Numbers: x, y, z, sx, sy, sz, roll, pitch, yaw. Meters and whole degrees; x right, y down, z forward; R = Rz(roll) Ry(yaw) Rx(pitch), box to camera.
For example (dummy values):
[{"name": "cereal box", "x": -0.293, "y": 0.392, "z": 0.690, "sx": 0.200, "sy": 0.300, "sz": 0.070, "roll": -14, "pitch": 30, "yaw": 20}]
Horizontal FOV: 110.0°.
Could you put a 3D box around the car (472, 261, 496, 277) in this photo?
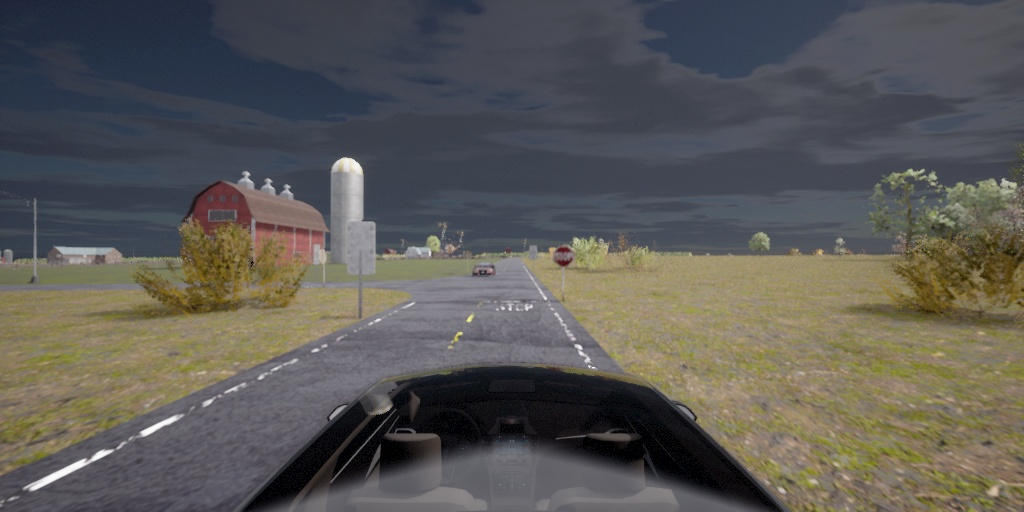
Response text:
[{"name": "car", "x": -2.456, "y": 1.178, "z": 32.443, "sx": 1.994, "sy": 1.385, "sz": 4.181, "roll": 0, "pitch": 1, "yaw": 1}]
